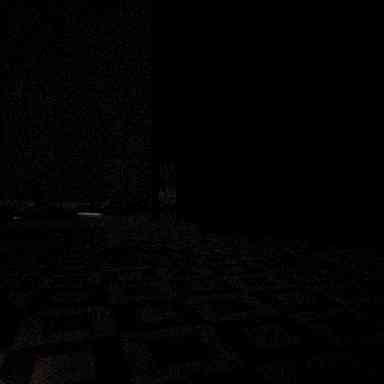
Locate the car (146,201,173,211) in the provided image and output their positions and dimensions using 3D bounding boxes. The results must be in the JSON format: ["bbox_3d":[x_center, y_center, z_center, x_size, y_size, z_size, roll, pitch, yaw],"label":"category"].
[{"bbox_3d":[-5.030,2.207,52.150,1.994,1.385,4.181,0,-1,37],"label":"car"}]

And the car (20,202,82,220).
[{"bbox_3d":[-13.044,1.815,30.897,1.752,1.417,4.829,-1,-2,35],"label":"car"}]

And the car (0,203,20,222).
[{"bbox_3d":[-16.416,1.766,26.163,1.947,1.339,4.313,-1,-2,35],"label":"car"}]

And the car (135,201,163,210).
[{"bbox_3d":[-6.984,2.198,54.096,2.008,1.369,4.403,-1,-2,35],"label":"car"}]

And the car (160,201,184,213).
[{"bbox_3d":[-3.319,2.105,44.549,1.887,1.381,4.507,-1,-2,35],"label":"car"}]

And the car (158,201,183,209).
[{"bbox_3d":[-3.709,2.294,58.692,2.008,1.369,4.403,-1,-2,35],"label":"car"}]

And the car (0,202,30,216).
[{"bbox_3d":[-20.080,1.831,35.711,2.008,1.369,4.403,-1,-1,35],"label":"car"}]

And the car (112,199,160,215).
[{"bbox_3d":[-6.594,1.783,39.958,2.192,1.841,5.009,-1,-2,35],"label":"car"}]

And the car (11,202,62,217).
[{"bbox_3d":[-16.666,1.842,35.897,1.812,1.442,4.674,0,-1,36],"label":"car"}]

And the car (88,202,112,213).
[{"bbox_3d":[-10.885,2.001,43.995,1.812,1.442,4.674,0,-1,35],"label":"car"}]

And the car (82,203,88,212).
[{"bbox_3d":[-13.532,2.005,44.904,1.887,1.381,4.507,-1,-2,35],"label":"car"}]

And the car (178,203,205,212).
[{"bbox_3d":[-0.040,2.237,49.149,1.802,1.307,4.206,-1,-2,36],"label":"car"}]
